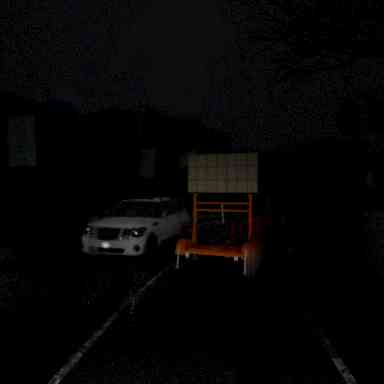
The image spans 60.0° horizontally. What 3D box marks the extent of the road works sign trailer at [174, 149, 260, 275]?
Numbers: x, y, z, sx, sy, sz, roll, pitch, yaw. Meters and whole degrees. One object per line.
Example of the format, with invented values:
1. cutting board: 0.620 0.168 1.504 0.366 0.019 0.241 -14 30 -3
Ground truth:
1. road works sign trailer: 1.011 0.461 10.684 2.380 3.560 2.880 0 0 21

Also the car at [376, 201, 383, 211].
1. car: 25.818 1.638 42.623 5.008 1.535 1.882 1 1 -25

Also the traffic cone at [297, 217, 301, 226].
1. traffic cone: 7.175 1.984 22.225 0.340 0.580 0.340 1 0 21

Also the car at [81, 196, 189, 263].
1. car: -1.764 1.201 12.393 2.150 2.045 5.566 0 0 16
